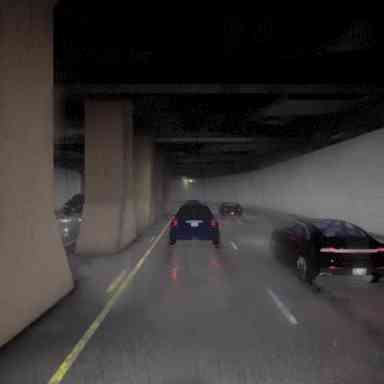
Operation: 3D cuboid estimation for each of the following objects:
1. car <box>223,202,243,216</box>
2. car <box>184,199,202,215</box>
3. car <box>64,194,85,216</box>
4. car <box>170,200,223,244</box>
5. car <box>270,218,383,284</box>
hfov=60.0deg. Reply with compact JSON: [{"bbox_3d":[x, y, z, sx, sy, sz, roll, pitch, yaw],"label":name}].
[{"bbox_3d":[3.604,1.605,32.001,1.895,1.301,4.718,0,0,0],"label":"car"},{"bbox_3d":[0.091,1.530,34.556,1.812,1.442,4.674,0,0,0],"label":"car"},{"bbox_3d":[-10.602,1.225,32.552,2.150,2.045,5.566,0,0,0],"label":"car"},{"bbox_3d":[0.102,1.354,15.836,2.097,1.767,4.553,0,0,0],"label":"car"},{"bbox_3d":[3.603,1.493,9.576,2.128,1.511,4.902,0,0,0],"label":"car"}]
